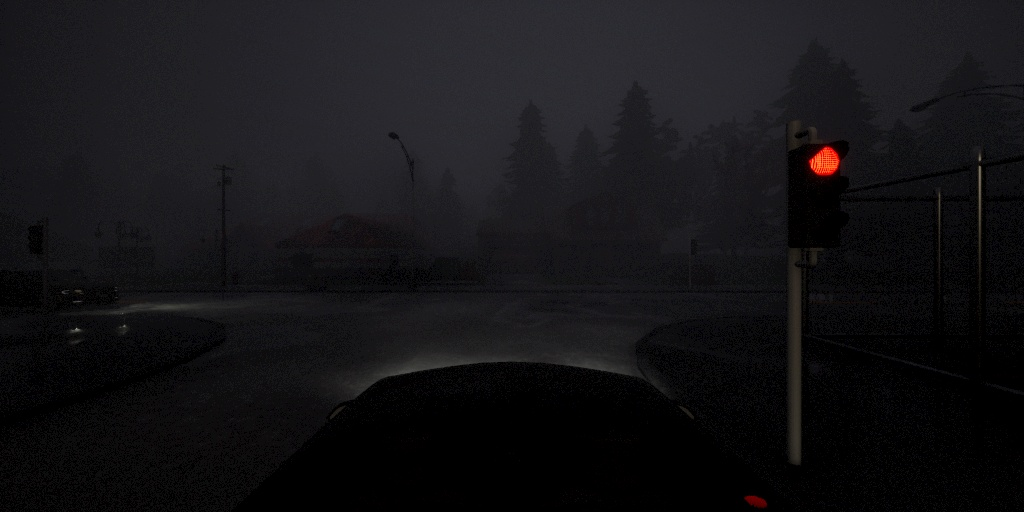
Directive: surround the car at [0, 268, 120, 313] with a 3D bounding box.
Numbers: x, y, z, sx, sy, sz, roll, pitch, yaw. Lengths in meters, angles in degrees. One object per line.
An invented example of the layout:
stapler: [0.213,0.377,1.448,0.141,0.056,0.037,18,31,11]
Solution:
car: [-17.879,1.228,13.517,5.008,1.535,1.882,0,0,0]
